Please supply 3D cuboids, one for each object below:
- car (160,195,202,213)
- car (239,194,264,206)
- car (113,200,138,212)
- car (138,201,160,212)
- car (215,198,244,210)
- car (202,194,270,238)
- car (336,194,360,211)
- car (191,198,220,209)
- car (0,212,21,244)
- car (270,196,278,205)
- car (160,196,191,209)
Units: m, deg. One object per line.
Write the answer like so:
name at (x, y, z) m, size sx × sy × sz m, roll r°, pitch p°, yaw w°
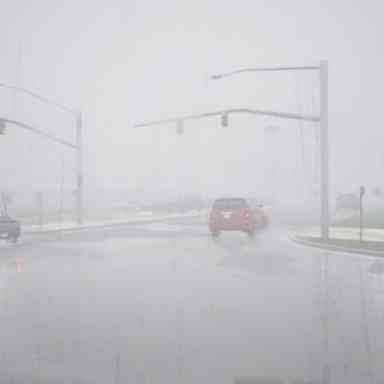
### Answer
car at (-0.781, 1.369, 39.159) m, size 2.150 × 2.045 × 5.566 m, roll 0°, pitch 0°, yaw 36°
car at (11.008, 1.390, 61.161) m, size 2.150 × 2.045 × 5.566 m, roll 0°, pitch 0°, yaw 37°
car at (-7.707, 1.718, 41.554) m, size 1.812 × 1.442 × 4.674 m, roll 0°, pitch 0°, yaw 37°
car at (-4.089, 1.734, 40.557) m, size 1.994 × 1.385 × 4.181 m, roll 0°, pitch 0°, yaw 36°
car at (5.415, 1.625, 47.645) m, size 1.882 × 1.535 × 5.008 m, roll 0°, pitch 0°, yaw 36°
car at (2.642, 1.275, 18.389) m, size 2.150 × 2.045 × 5.566 m, roll -2°, pitch -1°, yaw 21°
car at (19.375, 1.271, 41.033) m, size 2.150 × 2.045 × 5.566 m, roll 0°, pitch 0°, yaw 36°
car at (2.058, 1.674, 48.978) m, size 1.837 × 1.490 × 4.892 m, roll 0°, pitch 0°, yaw 36°
car at (-9.783, 1.598, 15.270) m, size 4.902 × 1.511 × 2.128 m, roll 0°, pitch 0°, yaw 35°
car at (13.273, 1.497, 58.375) m, size 2.097 × 1.767 × 4.553 m, roll 0°, pitch 0°, yaw 37°
car at (-2.386, 1.546, 48.827) m, size 2.097 × 1.767 × 4.553 m, roll 0°, pitch 0°, yaw 36°
